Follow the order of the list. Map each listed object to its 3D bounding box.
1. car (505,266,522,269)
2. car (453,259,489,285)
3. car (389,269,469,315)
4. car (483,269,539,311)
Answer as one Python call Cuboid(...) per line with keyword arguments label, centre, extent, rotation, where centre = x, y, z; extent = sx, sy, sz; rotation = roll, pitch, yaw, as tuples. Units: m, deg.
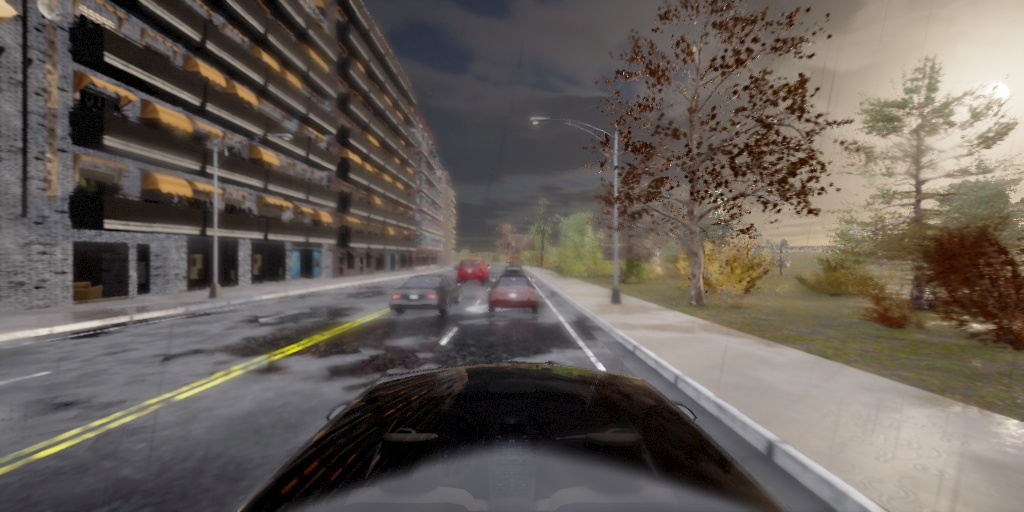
Cuboid(label="car", centre=(0.148, 1.535, 30.232), extent=(1.837, 1.490, 4.892), rotation=(0, 0, 1))
Cuboid(label="car", centre=(-3.117, 1.243, 29.306), extent=(2.150, 2.045, 5.566), rotation=(0, 0, 1))
Cuboid(label="car", centre=(-3.202, 1.419, 14.277), extent=(2.033, 1.411, 5.357), rotation=(0, -1, 1))
Cuboid(label="car", centre=(0.063, 1.444, 15.145), extent=(1.994, 1.385, 4.181), rotation=(0, 0, 1))
